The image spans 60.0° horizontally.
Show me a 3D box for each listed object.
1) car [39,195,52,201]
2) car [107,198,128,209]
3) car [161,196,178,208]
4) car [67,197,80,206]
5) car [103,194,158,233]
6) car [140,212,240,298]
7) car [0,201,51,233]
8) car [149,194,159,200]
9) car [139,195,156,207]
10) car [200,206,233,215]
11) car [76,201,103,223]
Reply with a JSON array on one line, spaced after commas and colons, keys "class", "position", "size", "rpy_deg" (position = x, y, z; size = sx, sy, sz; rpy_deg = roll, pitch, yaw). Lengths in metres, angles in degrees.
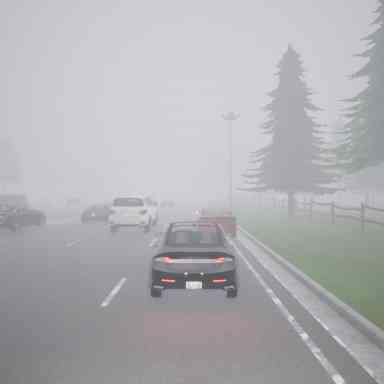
[{"class": "car", "position": [-33.932, 1.525, 76.834], "size": [2.128, 1.511, 4.902], "rpy_deg": [0, 0, -40]}, {"class": "car", "position": [-10.393, 1.564, 46.613], "size": [1.994, 1.385, 4.181], "rpy_deg": [0, 0, 0]}, {"class": "car", "position": [-3.394, 1.601, 47.903], "size": [1.895, 1.301, 4.718], "rpy_deg": [0, 0, 0]}, {"class": "car", "position": [-19.046, 1.477, 53.352], "size": [1.882, 1.535, 5.008], "rpy_deg": [0, 0, -22]}, {"class": "car", "position": [-3.397, 1.221, 19.995], "size": [2.150, 2.045, 5.566], "rpy_deg": [0, 0, 0]}, {"class": "car", "position": [0.054, 1.492, 8.510], "size": [2.128, 1.511, 4.902], "rpy_deg": [0, 0, 0]}, {"class": "car", "position": [-10.397, 1.491, 19.568], "size": [2.128, 1.511, 4.902], "rpy_deg": [0, 0, 0]}, {"class": "car", "position": [-10.486, 1.355, 91.783], "size": [2.097, 1.767, 4.553], "rpy_deg": [0, 0, 0]}, {"class": "car", "position": [-6.892, 1.351, 52.035], "size": [2.097, 1.767, 4.553], "rpy_deg": [0, 0, 0]}, {"class": "car", "position": [1.227, 1.478, 17.852], "size": [1.882, 1.535, 5.008], "rpy_deg": [0, 0, 0]}, {"class": "car", "position": [-6.897, 1.564, 25.316], "size": [1.994, 1.385, 4.181], "rpy_deg": [0, 0, 0]}]
